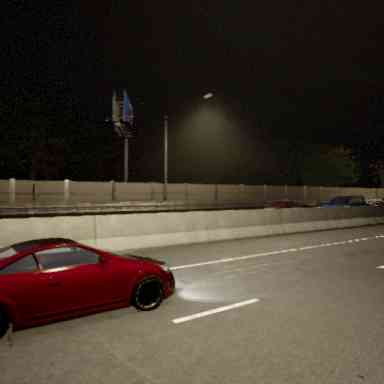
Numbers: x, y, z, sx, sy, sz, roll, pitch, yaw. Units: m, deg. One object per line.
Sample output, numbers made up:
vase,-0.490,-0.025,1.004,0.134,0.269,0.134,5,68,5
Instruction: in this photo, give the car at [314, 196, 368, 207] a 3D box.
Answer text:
car,14.448,1.370,31.520,5.566,2.045,2.150,0,0,-35

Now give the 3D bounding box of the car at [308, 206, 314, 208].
car,14.757,1.715,36.038,5.357,1.411,2.033,0,0,-35

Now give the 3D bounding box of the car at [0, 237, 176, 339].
car,-2.391,1.576,6.341,4.181,1.385,1.994,0,0,-36

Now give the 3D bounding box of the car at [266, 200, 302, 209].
car,10.336,1.681,37.181,4.674,1.442,1.812,0,0,-35
